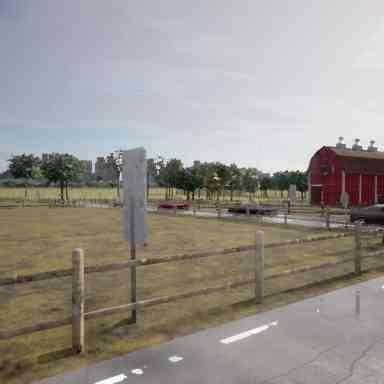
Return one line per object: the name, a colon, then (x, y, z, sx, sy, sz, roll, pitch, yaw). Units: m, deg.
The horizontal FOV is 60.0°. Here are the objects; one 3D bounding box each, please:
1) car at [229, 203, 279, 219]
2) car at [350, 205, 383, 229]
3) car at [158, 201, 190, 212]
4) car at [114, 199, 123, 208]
car: (5.511, 1.677, 29.927, 1.895, 1.301, 4.718, -1, 0, -35)
car: (12.265, 1.574, 20.369, 1.837, 1.490, 4.892, -1, 0, -35)
car: (-2.212, 1.744, 40.857, 1.895, 1.301, 4.718, -1, 0, -35)
car: (-11.128, 1.817, 53.606, 1.812, 1.442, 4.674, -1, 0, -35)
